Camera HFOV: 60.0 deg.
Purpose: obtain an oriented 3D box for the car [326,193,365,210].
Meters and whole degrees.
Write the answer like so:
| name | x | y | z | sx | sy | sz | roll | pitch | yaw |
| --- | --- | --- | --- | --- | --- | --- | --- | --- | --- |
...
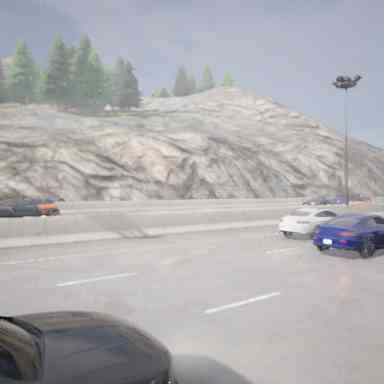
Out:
| name | x | y | z | sx | sy | sz | roll | pitch | yaw |
| --- | --- | --- | --- | --- | --- | --- | --- | --- | --- |
| car | 20.547 | 1.223 | 44.428 | 5.566 | 2.045 | 2.150 | 0 | 0 | -35 |

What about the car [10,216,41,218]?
| name | x | y | z | sx | sy | sz | roll | pitch | yaw |
| --- | --- | --- | --- | --- | --- | --- | --- | --- | --- |
| car | -12.381 | 1.601 | 20.957 | 4.718 | 1.301 | 1.895 | 0 | 0 | -36 |

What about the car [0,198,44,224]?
| name | x | y | z | sx | sy | sz | roll | pitch | yaw |
| --- | --- | --- | --- | --- | --- | --- | --- | --- | --- |
| car | -13.532 | 1.352 | 24.435 | 4.553 | 1.767 | 2.097 | 0 | 0 | -35 |

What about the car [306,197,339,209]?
| name | x | y | z | sx | sy | sz | roll | pitch | yaw |
| --- | --- | --- | --- | --- | --- | --- | --- | --- | --- |
| car | 18.612 | 1.493 | 47.342 | 4.902 | 1.511 | 2.128 | 0 | 0 | -35 |

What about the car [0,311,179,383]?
| name | x | y | z | sx | sy | sz | roll | pitch | yaw |
| --- | --- | --- | --- | --- | --- | --- | --- | --- | --- |
| car | -2.347 | 1.505 | 2.073 | 4.892 | 1.490 | 1.837 | 0 | 0 | -36 |

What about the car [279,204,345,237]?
| name | x | y | z | sx | sy | sz | roll | pitch | yaw |
| --- | --- | --- | --- | --- | --- | --- | --- | --- | --- |
| car | 6.380 | 1.526 | 16.897 | 4.674 | 1.442 | 1.812 | 0 | 0 | -36 |

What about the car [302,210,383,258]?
| name | x | y | z | sx | sy | sz | roll | pitch | yaw |
| --- | --- | --- | --- | --- | --- | --- | --- | --- | --- |
| car | 6.498 | 1.526 | 12.682 | 4.674 | 1.442 | 1.812 | 0 | 0 | -36 |
